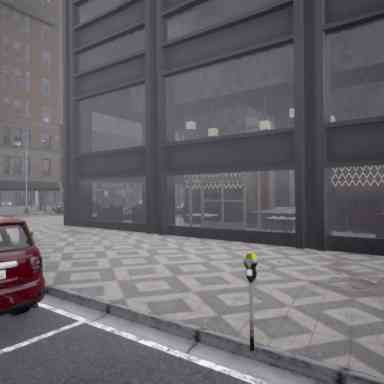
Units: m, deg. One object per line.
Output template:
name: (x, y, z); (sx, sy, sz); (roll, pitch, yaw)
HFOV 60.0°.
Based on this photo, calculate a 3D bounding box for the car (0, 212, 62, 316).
car: (-4.811, 1.316, 6.282); (5.009, 1.841, 2.192); (0, -1, 35)

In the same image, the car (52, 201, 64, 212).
car: (-13.200, 1.459, 38.331); (2.150, 2.045, 5.566); (-1, -1, 36)
